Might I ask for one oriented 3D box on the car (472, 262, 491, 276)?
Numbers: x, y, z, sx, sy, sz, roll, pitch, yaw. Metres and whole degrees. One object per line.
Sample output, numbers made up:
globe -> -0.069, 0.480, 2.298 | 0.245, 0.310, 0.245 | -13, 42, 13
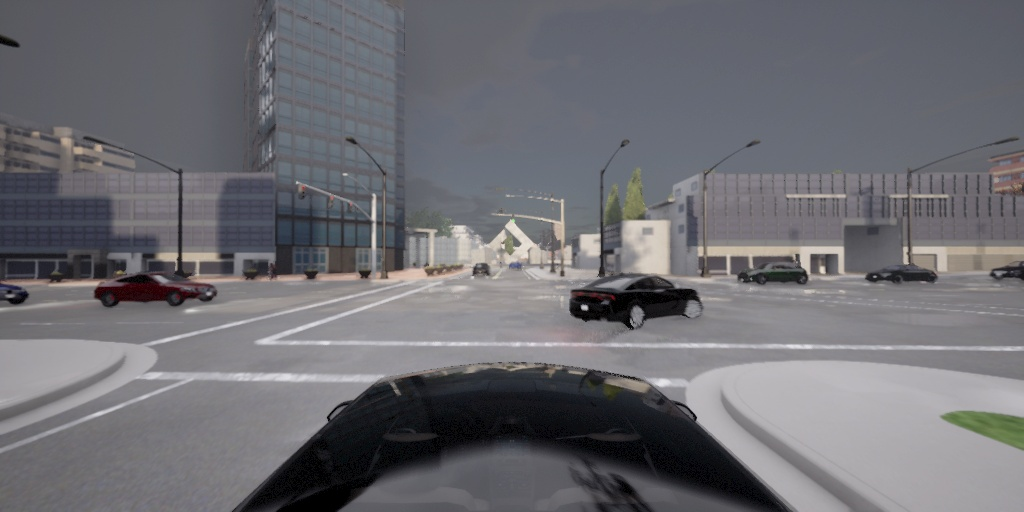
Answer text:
car -> -3.588, 1.530, 42.711 | 1.882, 1.535, 5.008 | 0, 0, 0

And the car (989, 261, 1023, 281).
car -> 39.956, 1.114, 27.619 | 4.902, 1.511, 2.128 | -1, 0, 0

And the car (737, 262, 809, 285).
car -> 19.840, 1.247, 27.470 | 4.553, 1.767, 2.097 | 0, 0, 0

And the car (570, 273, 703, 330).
car -> 4.077, 1.302, 11.515 | 5.008, 1.535, 1.882 | 0, -2, -35

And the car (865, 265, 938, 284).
car -> 29.812, 1.384, 27.540 | 4.181, 1.385, 1.994 | -1, -1, -1

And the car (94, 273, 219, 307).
car -> -16.262, 1.491, 16.476 | 4.674, 1.442, 1.812 | -1, 0, -1

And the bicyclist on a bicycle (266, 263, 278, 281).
bicyclist on a bicycle -> -21.992, 1.447, 32.915 | 0.582, 1.620, 1.656 | -1, 0, 0

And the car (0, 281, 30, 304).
car -> -25.266, 1.594, 16.396 | 4.674, 1.442, 1.812 | -1, 0, 0
